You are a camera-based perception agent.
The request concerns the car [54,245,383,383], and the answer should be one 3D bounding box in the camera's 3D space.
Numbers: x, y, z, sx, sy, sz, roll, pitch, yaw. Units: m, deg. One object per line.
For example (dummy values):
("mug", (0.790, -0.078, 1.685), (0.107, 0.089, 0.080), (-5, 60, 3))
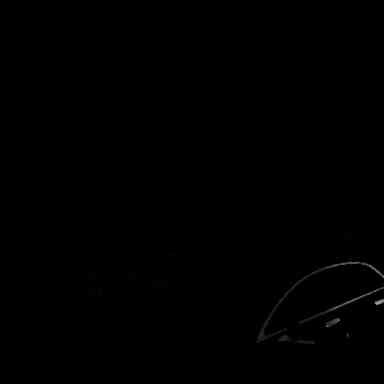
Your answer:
("car", (0.941, 1.507, 4.047), (4.892, 1.490, 1.837), (0, 0, -35))
